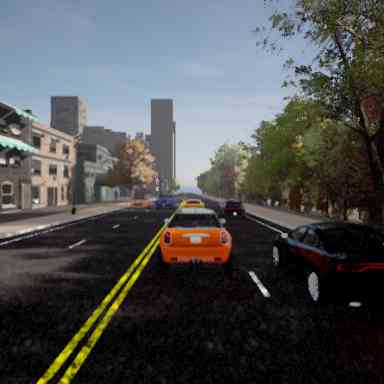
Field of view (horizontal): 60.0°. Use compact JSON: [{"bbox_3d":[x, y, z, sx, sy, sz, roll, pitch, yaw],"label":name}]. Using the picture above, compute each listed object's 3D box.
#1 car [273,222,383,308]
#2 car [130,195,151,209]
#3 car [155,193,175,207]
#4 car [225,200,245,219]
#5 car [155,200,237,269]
[{"bbox_3d":[3.352,1.458,8.015,1.882,1.535,5.008,0,0,0],"label":"car"},{"bbox_3d":[-6.572,1.246,42.474,2.097,1.767,4.553,0,0,0],"label":"car"},{"bbox_3d":[-3.328,1.115,41.893,2.150,2.045,5.566,0,1,0],"label":"car"},{"bbox_3d":[3.358,1.434,28.355,1.837,1.490,4.892,0,0,0],"label":"car"},{"bbox_3d":[0.104,1.324,11.250,2.097,1.767,4.553,0,0,0],"label":"car"}]
